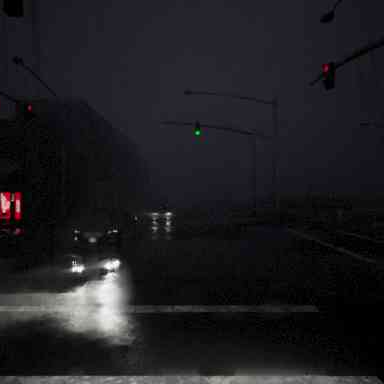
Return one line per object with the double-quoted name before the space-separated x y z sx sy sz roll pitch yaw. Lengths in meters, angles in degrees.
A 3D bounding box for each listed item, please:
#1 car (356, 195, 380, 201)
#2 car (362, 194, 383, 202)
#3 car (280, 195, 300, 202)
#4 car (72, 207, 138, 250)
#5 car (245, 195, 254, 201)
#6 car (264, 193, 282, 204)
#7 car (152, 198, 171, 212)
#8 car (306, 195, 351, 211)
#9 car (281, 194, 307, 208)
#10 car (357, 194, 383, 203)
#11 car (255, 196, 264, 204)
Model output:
"car" 39.969 1.355 75.617 4.514 1.523 2.007 0 0 0
"car" 40.020 1.346 72.480 5.027 1.636 2.152 0 0 0
"car" 21.354 1.400 72.637 3.806 1.475 1.970 0 0 0
"car" -3.500 1.424 14.147 2.128 1.511 4.902 0 0 0
"car" 13.935 1.389 75.622 3.633 1.501 1.845 0 0 0
"car" 14.198 1.092 54.132 3.866 1.878 1.905 0 0 0
"car" -3.475 1.457 39.082 1.837 1.490 4.892 0 0 0
"car" 14.511 1.248 34.920 3.806 1.475 1.970 0 0 0
"car" 14.191 1.169 41.338 5.027 1.636 2.152 0 0 0
"car" 32.339 1.335 60.638 3.633 1.501 1.845 0 0 0
"car" 13.788 1.113 57.038 4.605 1.855 1.932 0 0 0
